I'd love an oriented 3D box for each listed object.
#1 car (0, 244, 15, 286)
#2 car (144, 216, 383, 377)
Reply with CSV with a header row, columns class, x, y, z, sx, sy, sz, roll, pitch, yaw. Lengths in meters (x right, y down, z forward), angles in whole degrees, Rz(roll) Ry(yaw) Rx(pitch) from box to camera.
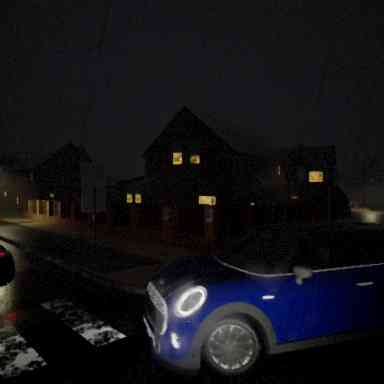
class,x,y,z,sx,sy,sz,roll,pitch,yaw
car,-6.120,1.586,8.416,4.181,1.385,1.994,-1,1,45
car,1.547,1.306,5.319,4.553,1.767,2.097,0,1,-17
